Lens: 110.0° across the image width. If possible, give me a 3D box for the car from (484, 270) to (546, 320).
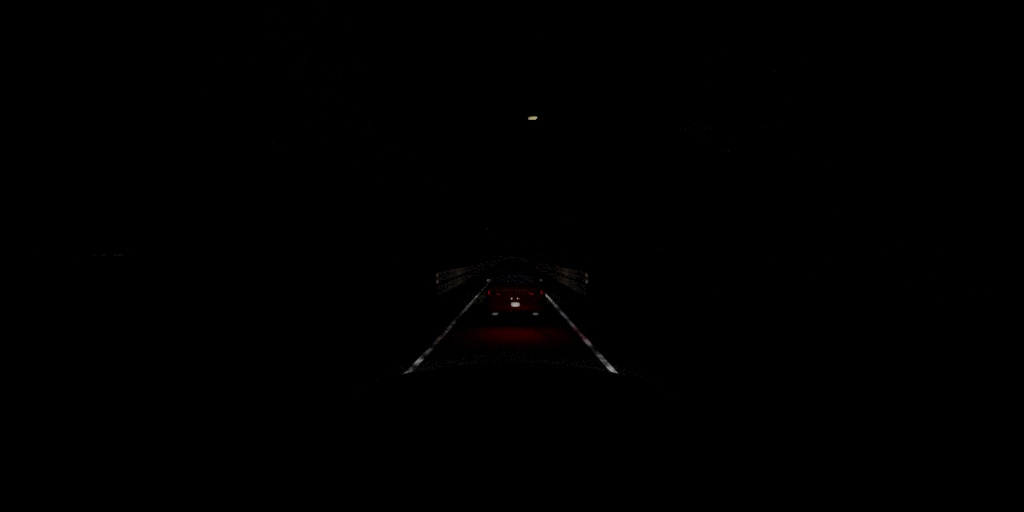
[{"bbox_3d":[0.100,1.230,12.678,1.882,1.535,5.008,0,0,0],"label":"car"}]
